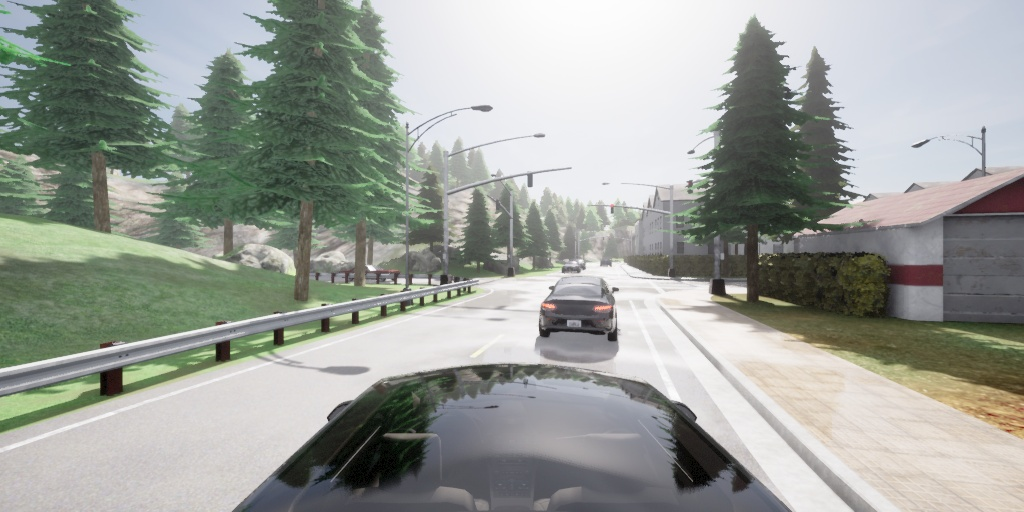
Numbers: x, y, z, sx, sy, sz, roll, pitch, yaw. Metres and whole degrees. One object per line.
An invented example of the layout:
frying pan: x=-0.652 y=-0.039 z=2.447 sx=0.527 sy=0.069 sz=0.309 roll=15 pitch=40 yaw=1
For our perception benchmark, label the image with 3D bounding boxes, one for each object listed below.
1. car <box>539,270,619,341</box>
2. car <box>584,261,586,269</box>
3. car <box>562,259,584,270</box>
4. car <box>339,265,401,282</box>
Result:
car: x=1.922 y=1.276 z=9.878 sx=1.812 sy=1.442 sz=4.674 roll=0 pitch=0 yaw=15
car: x=9.867 y=1.241 z=52.862 sx=2.128 sy=1.511 sz=4.902 roll=0 pitch=0 yaw=15
car: x=7.197 y=1.314 z=43.169 sx=1.994 sy=1.385 sz=4.181 roll=0 pitch=0 yaw=15
car: x=-11.319 y=1.366 z=28.870 sx=4.718 sy=1.301 sz=1.895 roll=0 pitch=0 yaw=15
